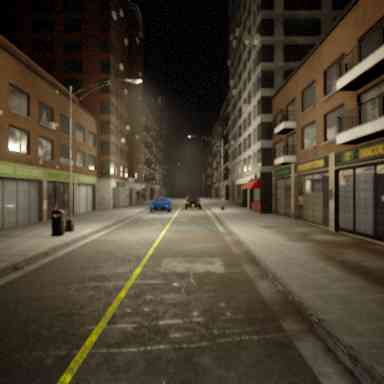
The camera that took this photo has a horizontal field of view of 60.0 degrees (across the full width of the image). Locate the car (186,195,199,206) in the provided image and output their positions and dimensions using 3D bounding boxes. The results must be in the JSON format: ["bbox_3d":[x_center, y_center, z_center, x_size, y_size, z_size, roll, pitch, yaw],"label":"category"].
[{"bbox_3d":[0.019,1.198,50.103,1.882,1.535,5.008,0,0,0],"label":"car"}]

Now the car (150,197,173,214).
[{"bbox_3d":[-3.003,1.271,33.326,1.882,1.535,5.008,0,0,0],"label":"car"}]

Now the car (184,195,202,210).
[{"bbox_3d":[0.113,1.288,38.912,1.812,1.442,4.674,0,0,0],"label":"car"}]
